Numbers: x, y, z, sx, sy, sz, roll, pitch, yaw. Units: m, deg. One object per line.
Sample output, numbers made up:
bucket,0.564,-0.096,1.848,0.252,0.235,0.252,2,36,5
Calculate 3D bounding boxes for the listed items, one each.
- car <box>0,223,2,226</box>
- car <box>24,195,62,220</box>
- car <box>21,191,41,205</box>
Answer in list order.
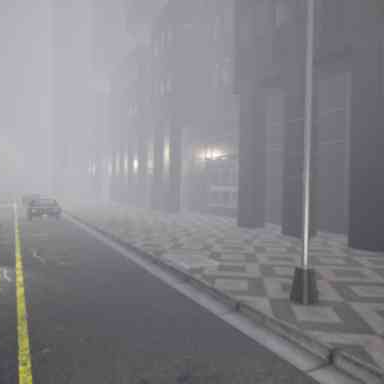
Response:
car,-7.554,1.244,11.197,2.033,1.411,5.357,0,1,-29
car,-9.930,1.089,22.137,1.895,1.301,4.718,0,1,-28
car,-18.043,0.622,37.337,2.128,1.511,4.902,0,1,-28
